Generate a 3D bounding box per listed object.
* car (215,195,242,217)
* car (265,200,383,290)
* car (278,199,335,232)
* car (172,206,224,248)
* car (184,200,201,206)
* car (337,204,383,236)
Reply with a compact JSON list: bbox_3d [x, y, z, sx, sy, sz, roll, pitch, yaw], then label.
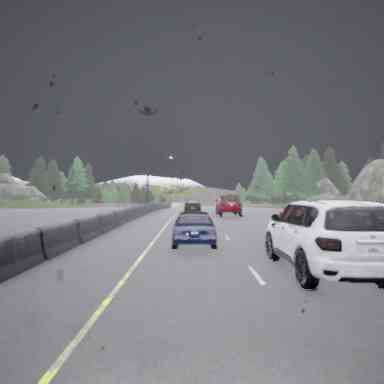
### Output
[{"bbox_3d":[3.574,1.313,32.805,2.150,2.045,5.566,0,0,0],"label":"car"},{"bbox_3d":[3.608,1.231,9.262,2.150,2.045,5.566,0,0,0],"label":"car"},{"bbox_3d":[7.091,1.374,21.182,2.097,1.767,4.553,0,0,0],"label":"car"},{"bbox_3d":[0.093,1.563,14.798,2.033,1.411,5.357,0,0,0],"label":"car"},{"bbox_3d":[0.083,1.624,38.708,1.882,1.535,5.008,0,-1,0],"label":"car"},{"bbox_3d":[10.591,1.526,19.724,1.837,1.490,4.892,0,0,0],"label":"car"}]
